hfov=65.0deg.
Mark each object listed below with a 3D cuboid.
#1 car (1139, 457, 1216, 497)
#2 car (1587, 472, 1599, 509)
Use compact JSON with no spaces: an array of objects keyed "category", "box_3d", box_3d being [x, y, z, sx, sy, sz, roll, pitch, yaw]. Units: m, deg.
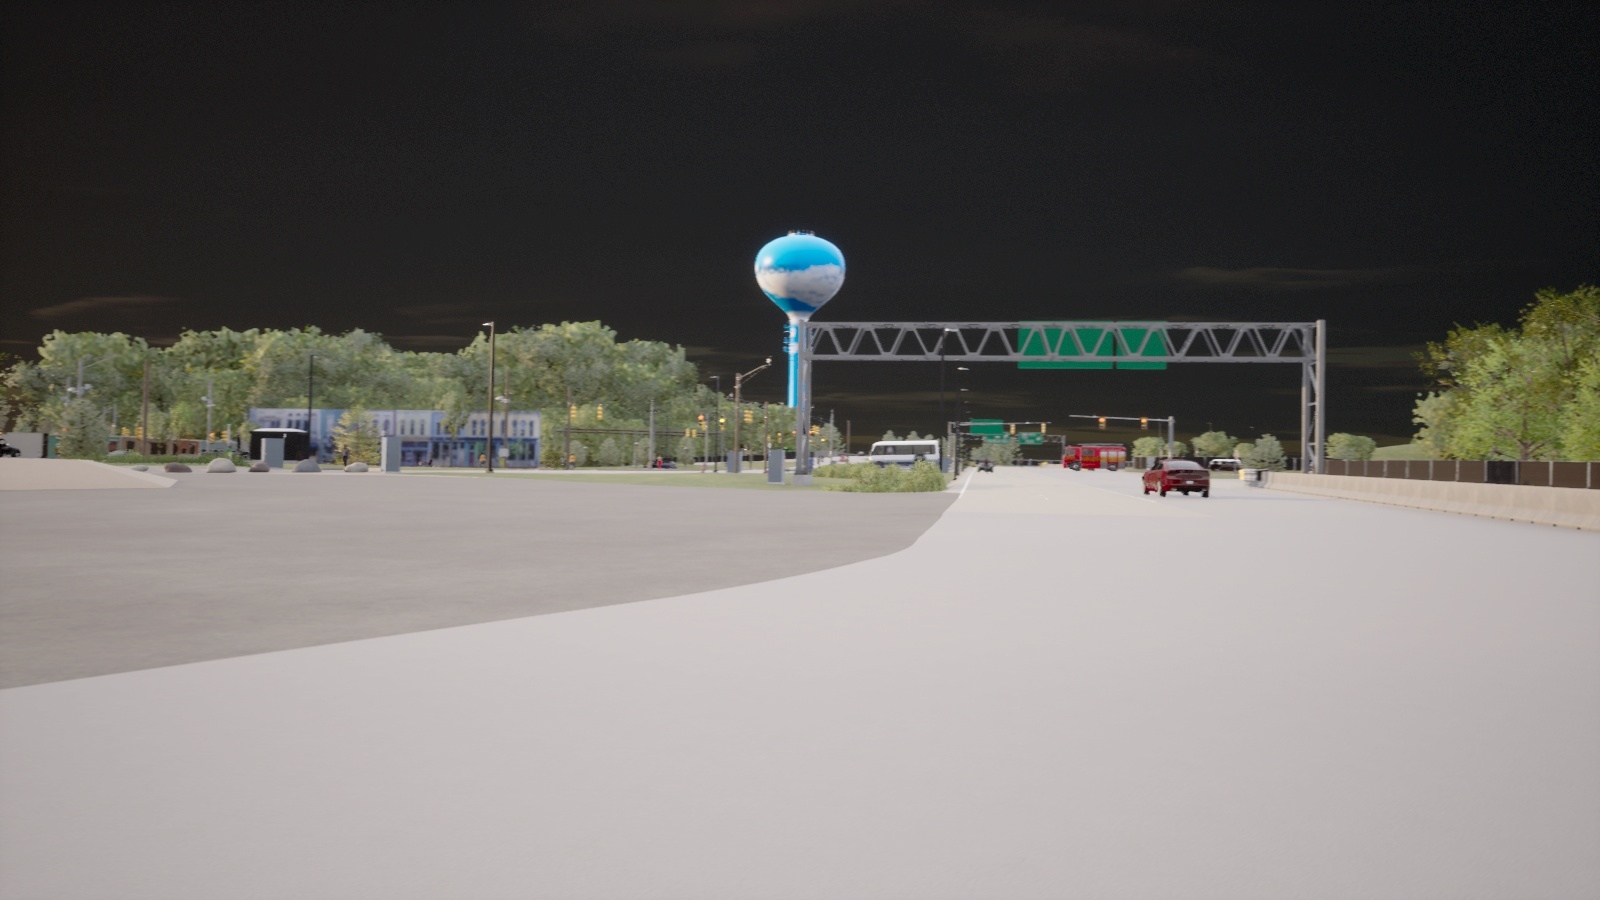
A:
[{"category":"car","box_3d":[15.355,1.065,51.338,1.882,1.535,5.008,1,0,4]},{"category":"car","box_3d":[31.147,1.544,45.989,1.994,1.385,4.181,1,0,-1]}]
